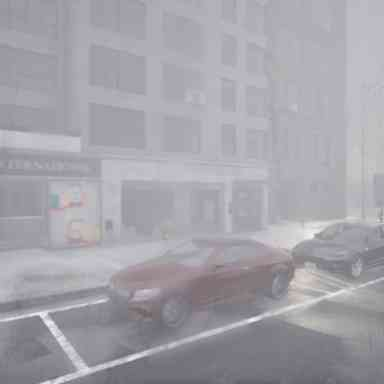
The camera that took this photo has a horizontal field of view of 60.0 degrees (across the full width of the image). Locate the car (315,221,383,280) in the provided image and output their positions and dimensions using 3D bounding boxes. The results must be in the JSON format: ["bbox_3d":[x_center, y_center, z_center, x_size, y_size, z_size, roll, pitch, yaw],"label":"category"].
[{"bbox_3d":[4.900,1.578,10.028,4.313,1.339,1.947,0,0,-36],"label":"car"}]

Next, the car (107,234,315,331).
[{"bbox_3d":[0.403,1.587,6.819,4.206,1.307,1.802,0,0,-36],"label":"car"}]
